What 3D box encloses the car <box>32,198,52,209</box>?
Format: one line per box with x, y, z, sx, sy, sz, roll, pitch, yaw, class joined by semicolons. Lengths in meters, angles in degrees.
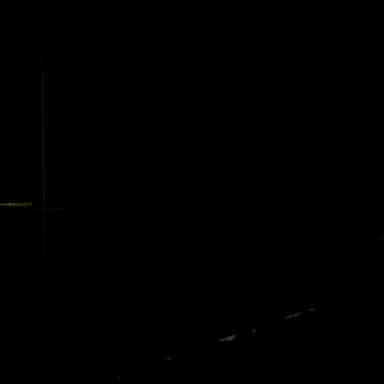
-23.529;1.762;52.129;1.837;1.490;4.892;0;0;-40;car

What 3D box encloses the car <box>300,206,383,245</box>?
7.547;1.441;15.520;1.882;1.535;5.008;0;0;-40;car
